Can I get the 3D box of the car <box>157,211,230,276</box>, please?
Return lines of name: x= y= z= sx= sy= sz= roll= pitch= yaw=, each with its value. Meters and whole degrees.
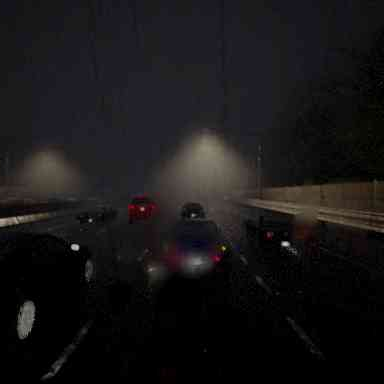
car: x=0.091 y=1.550 z=10.365 sx=1.812 sy=1.442 sz=4.674 roll=0 pitch=0 yaw=0

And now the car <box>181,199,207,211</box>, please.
car: x=0.076 y=1.592 z=27.480 sx=1.812 sy=1.442 sz=4.674 roll=0 pitch=0 yaw=0

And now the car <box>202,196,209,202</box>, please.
car: x=3.428 y=1.819 z=87.267 sx=2.033 sy=1.411 sz=5.357 roll=0 pitch=0 yaw=0

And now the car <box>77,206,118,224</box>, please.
car: x=-6.918 y=1.660 z=24.893 sx=1.895 sy=1.301 sz=4.718 roll=0 pitch=0 yaw=0

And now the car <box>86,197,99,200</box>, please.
car: x=-17.585 y=1.646 z=58.939 sx=2.128 sy=1.511 sz=4.902 roll=0 pitch=0 yaw=1

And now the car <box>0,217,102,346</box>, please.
car: x=-3.406 y=1.492 z=6.377 sx=1.882 sy=1.535 sz=5.008 roll=0 pitch=0 yaw=0

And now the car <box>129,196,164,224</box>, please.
car: x=-3.418 y=1.283 z=25.563 sx=2.150 sy=2.045 sz=5.566 roll=0 pitch=0 yaw=0

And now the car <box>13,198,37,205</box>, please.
car: x=-28.074 y=1.745 z=55.856 sx=1.895 sy=1.301 sz=4.718 roll=0 pitch=0 yaw=1

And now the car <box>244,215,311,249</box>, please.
car: x=3.490 y=1.635 z=14.619 sx=1.895 sy=1.301 sz=4.718 roll=0 pitch=0 yaw=0

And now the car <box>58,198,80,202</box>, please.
car: x=-21.069 y=1.701 z=58.692 sx=2.033 sy=1.411 sz=5.357 roll=0 pitch=0 yaw=1

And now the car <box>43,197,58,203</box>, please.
car: x=-24.574 y=1.678 z=58.646 sx=1.812 sy=1.442 sz=4.674 roll=0 pitch=0 yaw=1
